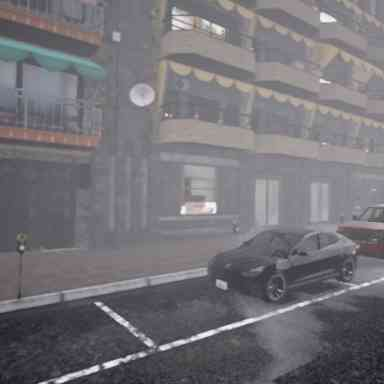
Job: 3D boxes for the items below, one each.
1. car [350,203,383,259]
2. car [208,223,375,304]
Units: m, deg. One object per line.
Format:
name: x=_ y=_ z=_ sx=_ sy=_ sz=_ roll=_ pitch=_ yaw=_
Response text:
car: x=7.032 y=1.339 z=11.555 sx=5.009 sy=1.841 sz=2.192 roll=0 pitch=1 yaw=-35
car: x=2.402 y=1.578 z=8.257 sx=4.313 sy=1.339 sz=1.947 roll=0 pitch=1 yaw=-35
